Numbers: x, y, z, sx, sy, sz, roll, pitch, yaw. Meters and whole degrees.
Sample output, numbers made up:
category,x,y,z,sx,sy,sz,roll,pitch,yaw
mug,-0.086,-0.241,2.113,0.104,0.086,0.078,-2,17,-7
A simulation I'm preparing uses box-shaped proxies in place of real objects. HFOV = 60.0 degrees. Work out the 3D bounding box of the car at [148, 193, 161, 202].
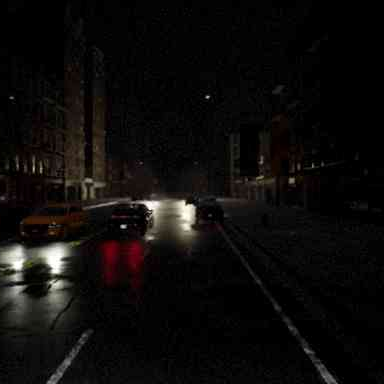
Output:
category,x,y,z,sx,sy,sz,roll,pitch,yaw
car,-6.573,1.008,58.671,2.128,1.511,4.902,0,0,0

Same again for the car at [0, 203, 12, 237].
category,x,y,z,sx,sy,sz,roll,pitch,yaw
car,-9.853,1.353,17.071,2.128,1.511,4.902,0,0,0

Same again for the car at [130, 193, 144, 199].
category,x,y,z,sx,sy,sz,roll,pitch,yaw
car,-9.808,1.013,59.486,1.837,1.490,4.892,0,1,0

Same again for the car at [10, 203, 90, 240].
category,x,y,z,sx,sy,sz,roll,pitch,yaw
car,-6.604,1.344,16.487,1.882,1.535,5.008,0,0,0

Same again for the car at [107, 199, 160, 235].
category,x,y,z,sx,sy,sz,roll,pitch,yaw
car,-3.154,1.349,17.713,2.128,1.511,4.902,0,0,0

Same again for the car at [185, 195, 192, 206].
category,x,y,z,sx,sy,sz,roll,pitch,yaw
car,0.005,1.235,44.759,1.895,1.301,4.718,0,0,0

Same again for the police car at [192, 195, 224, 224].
category,x,y,z,sx,sy,sz,roll,pitch,yaw
police car,1.131,1.238,23.329,1.930,1.638,5.238,0,0,0

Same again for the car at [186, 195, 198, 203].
category,x,y,z,sx,sy,sz,roll,pitch,yaw
car,-0.019,1.125,57.885,1.895,1.301,4.718,0,0,0
